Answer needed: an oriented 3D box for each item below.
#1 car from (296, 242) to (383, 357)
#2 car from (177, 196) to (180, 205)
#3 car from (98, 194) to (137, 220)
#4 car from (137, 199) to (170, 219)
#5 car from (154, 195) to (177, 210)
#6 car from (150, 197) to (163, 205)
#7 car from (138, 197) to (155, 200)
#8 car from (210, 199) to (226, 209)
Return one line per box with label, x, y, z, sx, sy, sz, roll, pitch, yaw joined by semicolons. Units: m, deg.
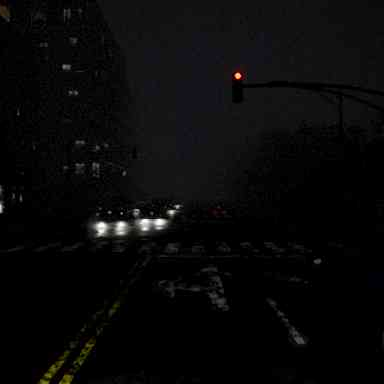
car;3.355;1.547;5.375;2.033;1.411;5.357;0;0;0
car;-3.292;1.366;58.295;2.097;1.767;4.553;0;0;0
car;-6.587;1.245;29.347;2.150;2.045;5.566;0;1;0
car;-3.334;1.581;29.535;1.994;1.385;4.181;0;0;0
car;-3.322;1.484;42.954;1.882;1.535;5.008;0;0;0
car;-6.525;1.582;61.391;1.994;1.385;4.181;0;0;0
car;-6.567;1.533;45.158;1.812;1.442;4.674;0;0;0
car;3.378;1.608;44.243;1.895;1.301;4.718;0;0;0
